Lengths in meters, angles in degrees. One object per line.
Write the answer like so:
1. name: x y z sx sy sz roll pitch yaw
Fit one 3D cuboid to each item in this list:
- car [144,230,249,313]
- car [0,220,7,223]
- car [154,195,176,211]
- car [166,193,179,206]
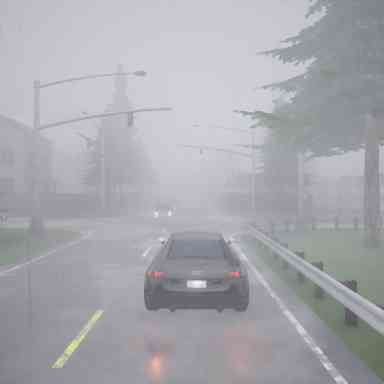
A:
1. car: 0.101 1.564 7.755 1.994 1.385 4.181 0 0 1
2. car: -15.231 1.475 22.745 4.902 1.511 2.128 0 0 1
3. car: -3.395 1.476 41.605 1.882 1.535 5.008 0 0 0
4. car: -3.331 1.222 53.260 2.150 2.045 5.566 0 0 1
